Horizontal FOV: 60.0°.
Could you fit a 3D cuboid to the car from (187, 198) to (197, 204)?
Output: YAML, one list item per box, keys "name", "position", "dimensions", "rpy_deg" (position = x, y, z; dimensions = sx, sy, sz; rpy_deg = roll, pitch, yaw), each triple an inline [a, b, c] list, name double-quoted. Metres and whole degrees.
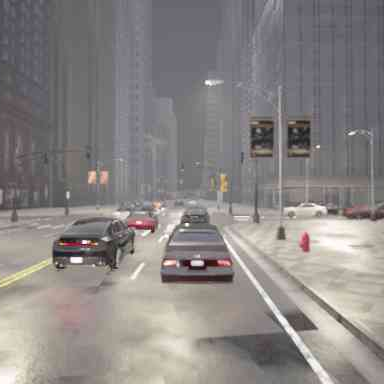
- name: "car"
  position: [0.099, 2.421, 79.507]
  dimensions: [2.150, 2.045, 5.566]
  rpy_deg: [0, -1, 0]

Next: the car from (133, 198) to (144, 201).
- name: "car"
  position: [-9.744, 2.073, 59.628]
  dimensions: [2.150, 2.045, 5.566]
  rpy_deg: [0, -1, 0]

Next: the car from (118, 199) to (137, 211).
- name: "car"
  position: [-9.813, 2.193, 49.607]
  dimensions: [1.837, 1.490, 4.892]
  rpy_deg: [0, -1, -2]

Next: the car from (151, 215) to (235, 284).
- name: "car"
  position: [0.117, 1.654, 9.886]
  dimensions: [2.033, 1.411, 5.357]
  rpy_deg: [0, -1, 0]

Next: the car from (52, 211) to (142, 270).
- name: "car"
  position: [-3.136, 1.630, 11.464]
  dimensions: [1.837, 1.490, 4.892]
  rpy_deg: [0, -1, 0]

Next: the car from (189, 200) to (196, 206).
- name: "car"
  position: [0.112, 2.860, 90.081]
  dimensions: [1.882, 1.535, 5.008]
  rpy_deg: [0, -1, 0]

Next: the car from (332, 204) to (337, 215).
- name: "car"
  position: [15.232, 2.010, 37.609]
  dimensions: [4.313, 1.339, 1.947]
  rpy_deg: [0, -1, -1]

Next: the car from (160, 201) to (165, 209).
- name: "car"
  position: [-6.497, 2.194, 58.998]
  dimensions: [2.097, 1.767, 4.553]
  rpy_deg: [0, -1, 0]

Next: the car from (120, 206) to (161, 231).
- name: "car"
  position: [-3.292, 1.823, 21.842]
  dimensions: [1.994, 1.385, 4.181]
  rpy_deg: [0, -1, -4]

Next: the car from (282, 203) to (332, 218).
- name: "car"
  position: [11.678, 1.924, 34.800]
  dimensions: [4.674, 1.442, 1.812]
  rpy_deg: [0, -1, -1]

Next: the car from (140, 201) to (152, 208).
- name: "car"
  position: [-9.663, 2.553, 69.970]
  dimensions: [1.812, 1.442, 4.674]
  rpy_deg: [0, -1, 0]

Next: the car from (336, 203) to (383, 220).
- name: "car"
  position: [15.351, 1.846, 29.086]
  dimensions: [4.206, 1.307, 1.802]
  rpy_deg: [0, -1, -1]

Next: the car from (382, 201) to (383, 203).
- name: "car"
  position: [21.513, 1.588, 34.953]
  dimensions: [5.566, 2.045, 2.150]
  rpy_deg: [0, -1, -1]

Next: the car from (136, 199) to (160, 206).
- name: "car"
  position: [-6.533, 2.238, 49.715]
  dimensions: [2.033, 1.411, 5.357]
  rpy_deg: [0, -1, 0]

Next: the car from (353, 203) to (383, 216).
- name: "car"
  position: [20.872, 1.992, 37.689]
  dimensions: [4.313, 1.339, 1.947]
  rpy_deg: [0, -1, -1]

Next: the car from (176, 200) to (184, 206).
- name: "car"
  position: [-3.138, 2.937, 90.202]
  dimensions: [1.994, 1.385, 4.181]
  rpy_deg: [0, -1, 0]

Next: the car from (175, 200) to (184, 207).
- name: "car"
  position: [-3.150, 2.677, 79.721]
  dimensions: [1.882, 1.535, 5.008]
  rpy_deg: [0, -1, 0]

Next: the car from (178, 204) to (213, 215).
- name: "car"
  position: [0.327, 1.773, 22.449]
  dimensions: [1.837, 1.490, 4.892]
  rpy_deg: [0, -1, 4]
